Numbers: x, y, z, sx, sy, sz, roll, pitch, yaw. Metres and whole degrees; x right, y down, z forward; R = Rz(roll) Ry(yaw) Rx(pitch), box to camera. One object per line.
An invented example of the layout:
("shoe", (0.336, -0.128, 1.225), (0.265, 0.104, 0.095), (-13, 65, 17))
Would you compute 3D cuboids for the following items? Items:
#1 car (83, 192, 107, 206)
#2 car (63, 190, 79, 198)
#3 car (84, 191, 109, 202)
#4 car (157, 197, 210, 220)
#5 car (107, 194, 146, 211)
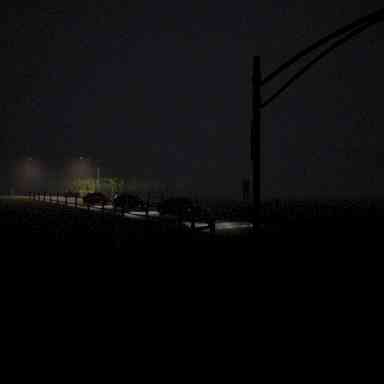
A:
("car", (-11.701, 0.815, 40.026), (1.812, 1.442, 4.674), (0, 1, -35))
("car", (-22.519, 0.355, 62.029), (1.882, 1.535, 5.008), (0, 1, -35))
("car", (-14.547, 0.668, 50.565), (2.033, 1.411, 5.357), (0, 1, -35))
("car", (-0.708, 1.114, 24.192), (1.882, 1.535, 5.008), (0, 1, -35))
("car", (-6.101, 0.970, 31.951), (1.837, 1.490, 4.892), (0, 1, -35))
